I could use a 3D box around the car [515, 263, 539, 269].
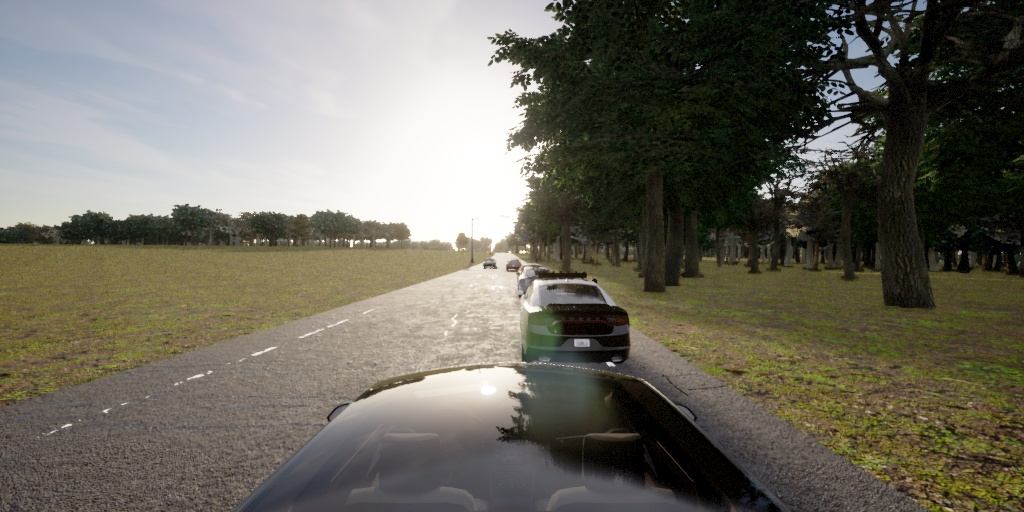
[{"bbox_3d":[1.210,1.245,18.156,1.812,1.442,4.674,0,0,0],"label":"car"}]

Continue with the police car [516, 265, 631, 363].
[{"bbox_3d":[1.131,1.168,8.260,1.930,1.638,5.238,0,0,1],"label":"police car"}]

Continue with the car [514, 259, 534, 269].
[{"bbox_3d":[1.246,1.153,24.349,1.801,1.575,5.366,0,0,0],"label":"car"}]

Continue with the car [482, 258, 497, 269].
[{"bbox_3d":[-3.267,1.053,52.827,1.837,1.490,4.892,0,0,0],"label":"car"}]

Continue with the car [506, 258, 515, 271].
[{"bbox_3d":[0.266,1.147,46.552,1.994,1.385,4.181,0,0,2],"label":"car"}]
